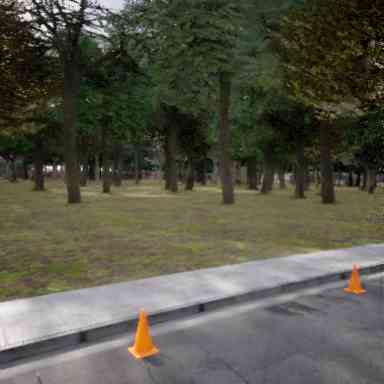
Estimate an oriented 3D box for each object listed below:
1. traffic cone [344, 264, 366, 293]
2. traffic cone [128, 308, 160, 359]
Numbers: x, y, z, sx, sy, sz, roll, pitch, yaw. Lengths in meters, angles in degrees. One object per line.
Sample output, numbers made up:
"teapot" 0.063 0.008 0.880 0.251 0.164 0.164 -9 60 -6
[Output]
"traffic cone" 3.629 1.901 7.409 0.340 0.580 0.340 0 0 -31
"traffic cone" -0.674 1.927 4.646 0.340 0.580 0.340 0 0 -34
